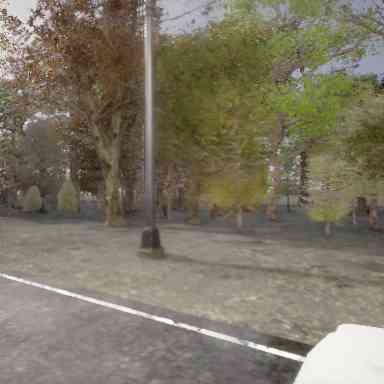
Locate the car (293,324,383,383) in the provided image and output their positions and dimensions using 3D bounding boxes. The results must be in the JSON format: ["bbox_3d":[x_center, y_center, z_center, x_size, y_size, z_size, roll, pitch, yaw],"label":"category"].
[{"bbox_3d":[2.823,1.546,1.551,4.718,1.301,1.895,-1,0,36],"label":"car"}]
